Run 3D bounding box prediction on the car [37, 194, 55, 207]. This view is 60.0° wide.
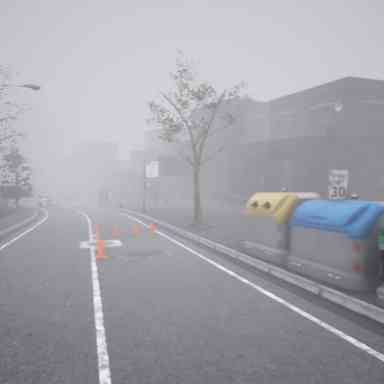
[{"bbox_3d":[-24.595,1.453,55.969,2.150,2.045,5.566,-3,1,-33],"label":"car"}]

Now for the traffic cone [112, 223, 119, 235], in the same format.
[{"bbox_3d":[-4.002,1.936,17.445,0.340,0.580,0.340,-1,0,-18],"label":"traffic cone"}]

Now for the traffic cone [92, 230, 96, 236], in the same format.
[{"bbox_3d":[-3.743,1.950,13.337,0.340,0.580,0.340,-1,0,-18],"label":"traffic cone"}]

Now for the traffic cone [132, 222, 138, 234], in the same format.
[{"bbox_3d":[-3.056,1.919,17.745,0.340,0.580,0.340,-1,0,-17],"label":"traffic cone"}]

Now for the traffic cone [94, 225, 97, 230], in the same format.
[{"bbox_3d":[-4.350,1.952,15.243,0.340,0.580,0.340,-1,0,-18],"label":"traffic cone"}]

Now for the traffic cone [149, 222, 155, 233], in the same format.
[{"bbox_3d":[-2.175,1.903,18.163,0.340,0.580,0.340,-1,0,-12],"label":"traffic cone"}]
